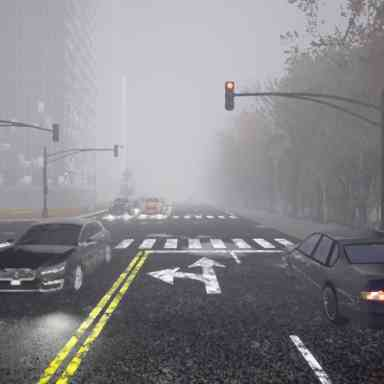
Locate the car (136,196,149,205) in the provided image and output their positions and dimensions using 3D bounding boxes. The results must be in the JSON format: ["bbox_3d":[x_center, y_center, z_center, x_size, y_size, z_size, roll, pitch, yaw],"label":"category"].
[{"bbox_3d":[-8.857,1.504,59.661,1.882,1.535,5.008,0,0,-4],"label":"car"}]

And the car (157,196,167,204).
[{"bbox_3d":[-6.134,1.564,68.017,2.033,1.411,5.357,0,0,-4],"label":"car"}]

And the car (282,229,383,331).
[{"bbox_3d":[3.312,1.506,6.998,2.033,1.411,5.357,-2,-2,3],"label":"car"}]

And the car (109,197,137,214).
[{"bbox_3d":[-7.519,1.363,35.782,2.097,1.767,4.553,0,0,-3],"label":"car"}]

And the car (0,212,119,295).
[{"bbox_3d":[-3.460,1.504,8.876,1.837,1.490,4.892,0,0,-1],"label":"car"}]

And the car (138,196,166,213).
[{"bbox_3d":[-4.285,1.363,36.184,2.097,1.767,4.553,0,0,-3],"label":"car"}]

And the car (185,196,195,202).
[{"bbox_3d":[-0.402,1.570,77.530,2.128,1.511,4.902,0,0,-5],"label":"car"}]
